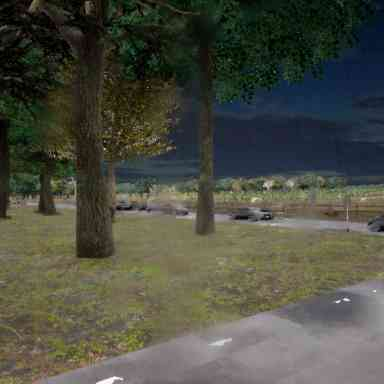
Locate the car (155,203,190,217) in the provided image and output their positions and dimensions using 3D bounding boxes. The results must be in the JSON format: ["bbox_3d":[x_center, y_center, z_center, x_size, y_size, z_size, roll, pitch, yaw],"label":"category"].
[{"bbox_3d":[-2.225,2.172,40.943,1.837,1.490,4.892,-1,0,-35],"label":"car"}]

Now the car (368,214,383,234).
[{"bbox_3d":[12.216,1.759,18.835,1.994,1.385,4.181,-1,-1,-21],"label":"car"}]

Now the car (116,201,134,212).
[{"bbox_3d":[-11.011,2.534,53.569,1.895,1.301,4.718,-1,0,-35],"label":"car"}]

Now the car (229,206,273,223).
[{"bbox_3d":[5.320,1.994,30.209,1.994,1.385,4.181,-1,0,-35],"label":"car"}]

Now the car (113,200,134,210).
[{"bbox_3d":[-12.490,2.348,60.472,2.097,1.767,4.553,-1,0,-35],"label":"car"}]

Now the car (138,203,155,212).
[{"bbox_3d":[-6.973,2.396,52.730,1.994,1.385,4.181,-1,0,-34],"label":"car"}]
